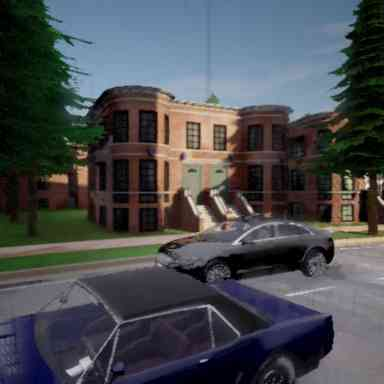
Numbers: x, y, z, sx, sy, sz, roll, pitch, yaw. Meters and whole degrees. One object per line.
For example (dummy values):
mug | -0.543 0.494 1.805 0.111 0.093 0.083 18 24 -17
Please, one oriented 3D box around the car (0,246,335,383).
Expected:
car | -0.822 1.571 3.238 4.718 1.301 1.895 0 1 -33

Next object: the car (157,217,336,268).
car | 1.477 1.425 8.538 4.902 1.511 2.128 0 0 -27
